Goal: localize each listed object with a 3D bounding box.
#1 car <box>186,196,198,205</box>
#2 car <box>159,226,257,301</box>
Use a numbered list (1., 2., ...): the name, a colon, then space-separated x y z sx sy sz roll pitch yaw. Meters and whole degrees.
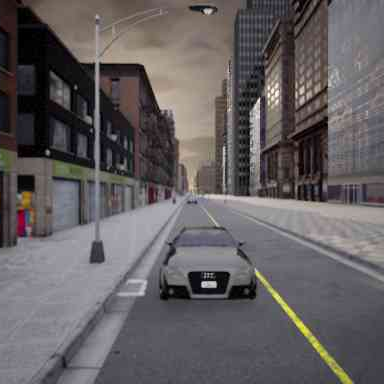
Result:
1. car: 0.047 1.502 58.421 1.882 1.535 5.008 0 0 0
2. car: 0.318 1.566 8.270 1.994 1.385 4.181 0 0 0
